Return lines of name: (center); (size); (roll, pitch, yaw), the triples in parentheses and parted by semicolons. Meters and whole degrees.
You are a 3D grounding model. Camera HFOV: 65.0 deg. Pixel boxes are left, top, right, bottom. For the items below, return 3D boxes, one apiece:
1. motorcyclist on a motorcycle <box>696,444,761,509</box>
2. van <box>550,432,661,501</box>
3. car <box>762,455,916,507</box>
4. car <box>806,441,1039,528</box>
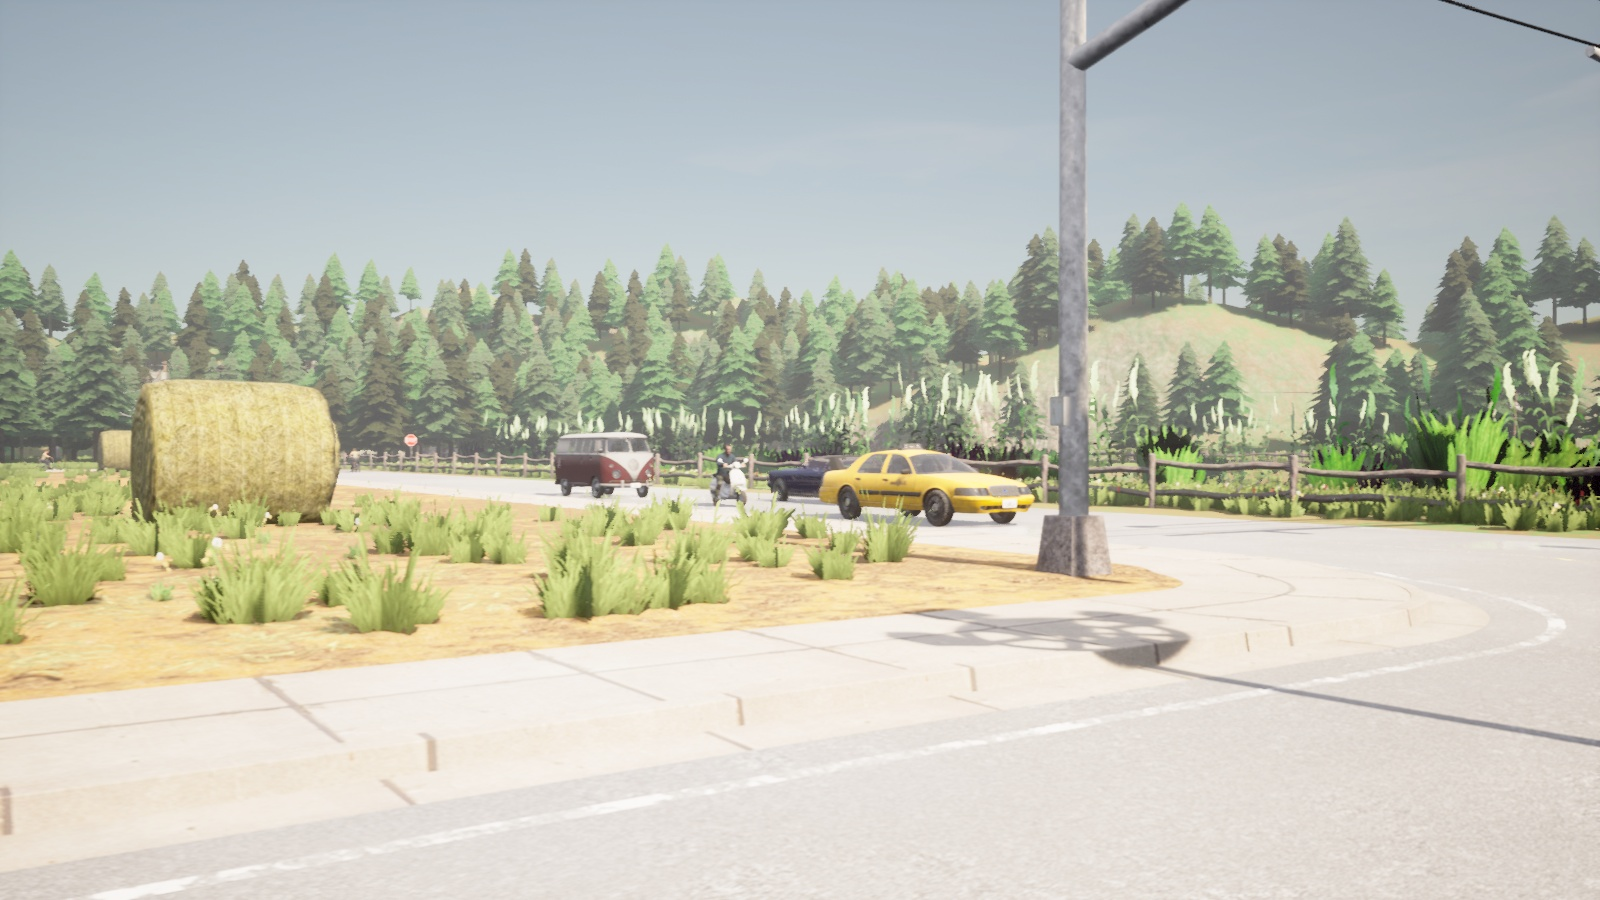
motorcyclist on a motorcycle: (-1.836, 0.659, 32.109); (0.866, 1.590, 1.817); (0, 0, -32)
van: (-6.070, 0.482, 38.839); (1.775, 1.987, 4.442); (0, 0, -32)
car: (0.967, 0.787, 34.228); (1.895, 1.301, 4.718); (0, 0, -32)
car: (2.318, 0.622, 25.493); (1.801, 1.575, 5.366); (0, 0, -32)
